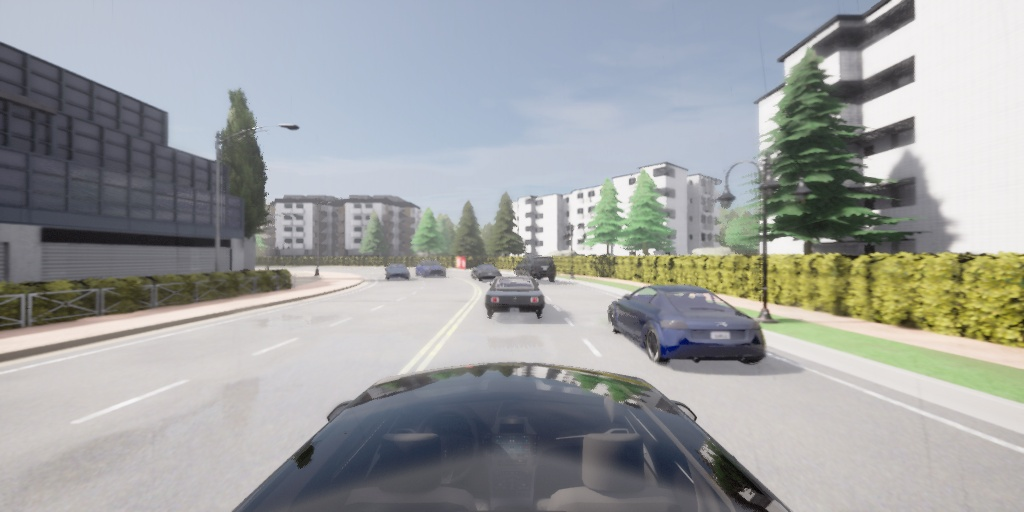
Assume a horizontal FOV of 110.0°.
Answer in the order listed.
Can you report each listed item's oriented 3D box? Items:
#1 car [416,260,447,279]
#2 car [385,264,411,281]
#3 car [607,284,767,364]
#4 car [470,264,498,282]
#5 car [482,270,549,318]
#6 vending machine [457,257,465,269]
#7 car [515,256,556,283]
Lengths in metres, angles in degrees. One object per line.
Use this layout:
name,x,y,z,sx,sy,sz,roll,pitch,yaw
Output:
car,-7.799,1.185,34.455,2.097,1.767,4.553,0,0,-26
car,-10.063,1.372,31.368,2.033,1.411,5.357,0,0,-22
car,3.579,1.331,8.153,1.994,1.385,4.181,0,0,0
car,-2.289,1.386,30.351,1.994,1.385,4.181,0,0,-16
car,0.071,1.380,13.189,1.895,1.301,4.718,0,0,0
vending machine,-7.612,1.077,53.718,1.100,2.100,0.880,0,0,-44
car,1.803,1.041,29.033,2.150,2.045,5.566,0,0,-14
